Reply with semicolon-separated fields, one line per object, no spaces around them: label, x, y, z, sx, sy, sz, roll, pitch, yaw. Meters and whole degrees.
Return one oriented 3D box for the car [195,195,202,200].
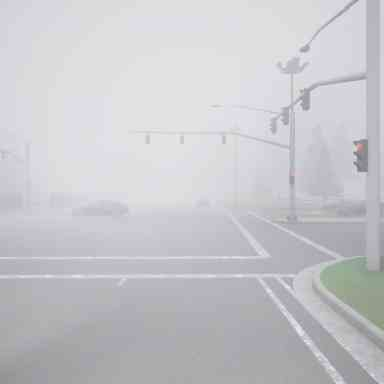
car;1.816;1.595;92.250;1.895;1.301;4.718;0;0;0

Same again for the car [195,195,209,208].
car;1.569;1.525;48.336;1.812;1.442;4.674;0;0;2

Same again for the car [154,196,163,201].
car;-8.703;1.595;87.509;1.895;1.301;4.718;0;0;0

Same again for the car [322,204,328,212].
car;16.428;1.564;36.202;4.181;1.385;1.994;0;0;-1

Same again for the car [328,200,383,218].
car;15.048;1.490;29.183;4.902;1.511;2.128;0;0;-1

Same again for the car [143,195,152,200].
car;-12.187;1.478;91.639;1.882;1.535;5.008;0;0;0

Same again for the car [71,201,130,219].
car;-7.909;1.491;28.905;4.902;1.511;2.128;0;0;-1
